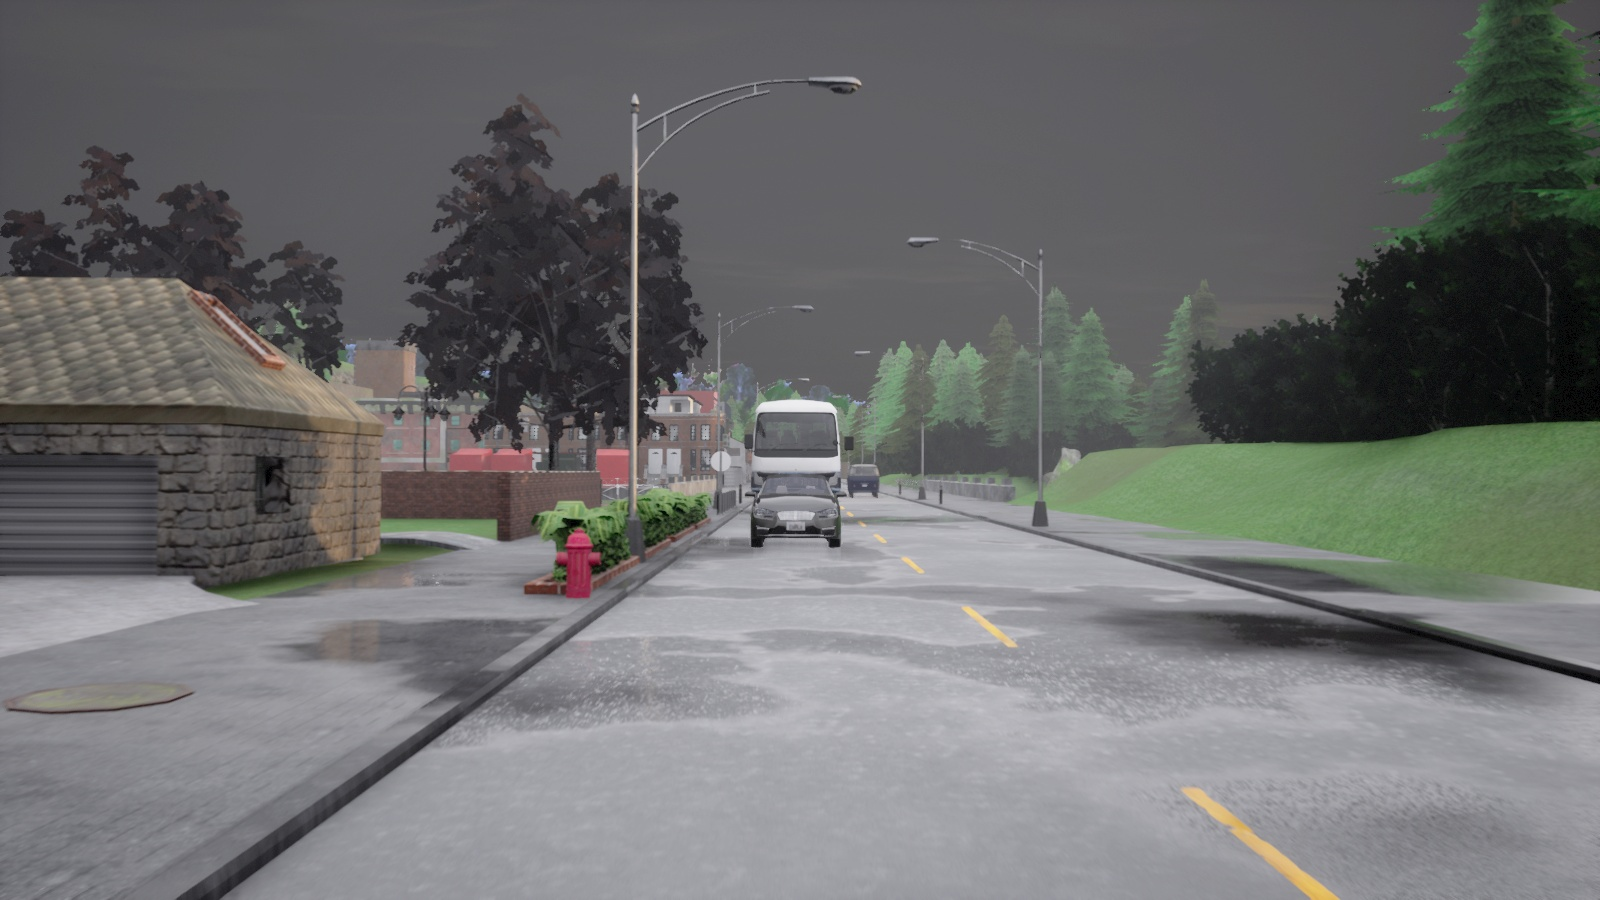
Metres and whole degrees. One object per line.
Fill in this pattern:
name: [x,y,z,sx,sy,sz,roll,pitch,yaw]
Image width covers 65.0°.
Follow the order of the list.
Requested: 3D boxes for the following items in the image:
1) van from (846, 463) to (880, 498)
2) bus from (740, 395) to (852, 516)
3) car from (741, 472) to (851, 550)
van: [3.767,1.818,75.596,1.775,1.987,4.442,0,-1,0]
bus: [-0.156,0.264,49.337,3.944,4.253,10.273,0,-1,0]
car: [-0.081,1.221,26.859,2.128,1.511,4.902,0,-1,0]
